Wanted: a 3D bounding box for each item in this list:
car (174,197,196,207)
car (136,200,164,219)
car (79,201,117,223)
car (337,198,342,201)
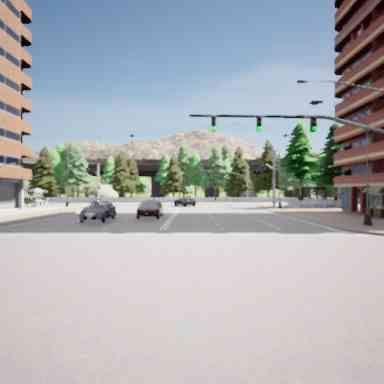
[{"bbox_3d":[-1.095,1.417,49.976,2.128,1.511,4.902,0,0,-27],"label":"car"},{"bbox_3d":[-3.545,1.443,28.712,1.882,1.535,5.008,0,0,0],"label":"car"},{"bbox_3d":[-7.066,1.460,25.390,2.128,1.511,4.902,0,0,0],"label":"car"},{"bbox_3d":[25.452,1.372,52.368,4.902,1.511,2.128,0,0,0],"label":"car"}]
